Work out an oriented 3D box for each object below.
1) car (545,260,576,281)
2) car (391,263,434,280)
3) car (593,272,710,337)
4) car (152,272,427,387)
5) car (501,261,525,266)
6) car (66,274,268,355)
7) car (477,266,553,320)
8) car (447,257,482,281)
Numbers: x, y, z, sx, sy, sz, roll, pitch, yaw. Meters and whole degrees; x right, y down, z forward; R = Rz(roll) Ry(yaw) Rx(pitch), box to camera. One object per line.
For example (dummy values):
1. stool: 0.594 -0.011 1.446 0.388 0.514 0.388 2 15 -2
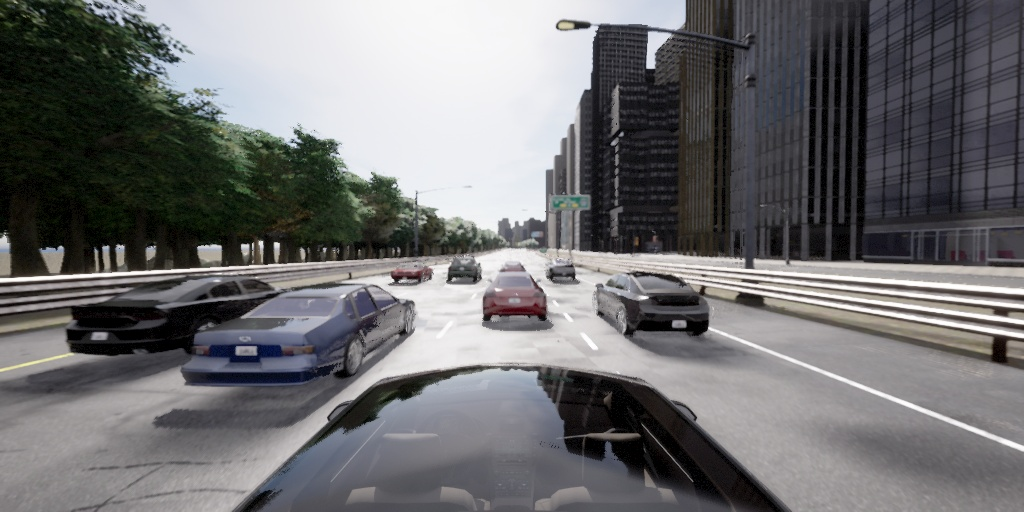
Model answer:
1. car: 3.580 1.010 26.894 2.128 1.511 4.902 0 1 0
2. car: -6.926 1.133 25.426 1.895 1.301 4.718 0 1 0
3. car: 3.583 1.181 10.049 1.837 1.490 4.892 0 1 1
4. car: -3.434 1.249 7.160 2.033 1.411 5.357 0 1 0
5. car: 0.081 1.076 27.473 1.994 1.385 4.181 0 1 0
6. car: -6.928 1.167 8.507 1.882 1.535 5.008 0 1 0
7. car: 0.081 1.220 12.193 1.994 1.385 4.181 0 1 0
8. car: -3.422 0.873 26.617 2.097 1.767 4.553 0 1 0
